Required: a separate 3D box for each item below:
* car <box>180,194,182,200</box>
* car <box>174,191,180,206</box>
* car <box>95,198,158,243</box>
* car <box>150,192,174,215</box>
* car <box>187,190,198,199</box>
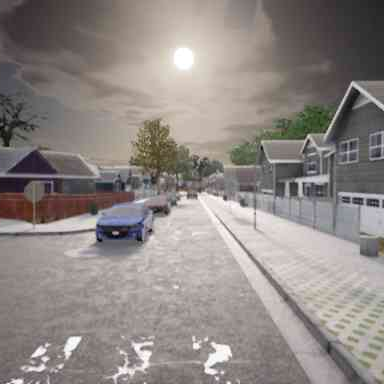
[{"bbox_3d":[-2.834,0.694,55.555,1.837,1.490,4.892,0,0,0],"label":"car"},{"bbox_3d":[-2.887,0.743,40.415,2.097,1.767,4.553,0,1,0],"label":"car"},{"bbox_3d":[-2.863,1.236,14.966,1.882,1.535,5.008,0,1,0],"label":"car"},{"bbox_3d":[-2.854,1.040,28.242,1.882,1.535,5.008,0,1,0],"label":"car"},{"bbox_3d":[0.036,0.415,65.625,2.097,1.767,4.553,0,1,0],"label":"car"}]
